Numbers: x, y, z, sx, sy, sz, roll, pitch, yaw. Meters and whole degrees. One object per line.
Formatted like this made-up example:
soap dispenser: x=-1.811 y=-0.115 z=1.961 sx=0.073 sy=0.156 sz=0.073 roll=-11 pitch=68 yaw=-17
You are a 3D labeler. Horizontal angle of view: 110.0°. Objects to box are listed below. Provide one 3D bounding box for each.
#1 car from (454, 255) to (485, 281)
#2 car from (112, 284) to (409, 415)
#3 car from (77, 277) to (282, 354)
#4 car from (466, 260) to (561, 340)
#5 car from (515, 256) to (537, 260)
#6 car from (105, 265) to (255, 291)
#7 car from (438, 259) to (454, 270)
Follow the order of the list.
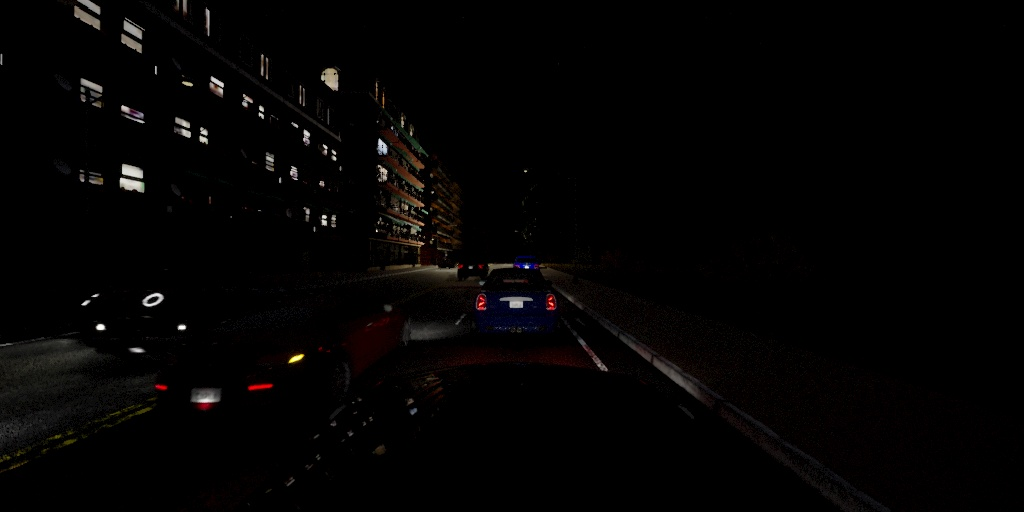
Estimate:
car: x=-3.148 y=0.975 z=29.924 sx=2.150 sy=2.045 sz=5.566 roll=0 pitch=0 yaw=0
car: x=-3.152 y=1.277 z=5.995 sx=1.812 sy=1.442 sz=4.674 roll=0 pitch=0 yaw=0
car: x=-6.599 y=1.352 z=8.519 sx=1.895 sy=1.301 sz=4.718 roll=0 pitch=0 yaw=0
car: x=0.099 y=1.103 z=10.137 sx=2.097 sy=1.767 sz=4.553 roll=0 pitch=0 yaw=0
car: x=1.139 y=0.979 z=30.091 sx=2.150 sy=2.045 sz=5.566 roll=0 pitch=0 yaw=0
car: x=-9.851 y=1.103 z=10.924 sx=2.097 sy=1.767 sz=4.553 roll=0 pitch=0 yaw=0
car: x=-9.839 y=1.230 z=53.776 sx=1.882 sy=1.535 sz=5.008 roll=0 pitch=0 yaw=0
